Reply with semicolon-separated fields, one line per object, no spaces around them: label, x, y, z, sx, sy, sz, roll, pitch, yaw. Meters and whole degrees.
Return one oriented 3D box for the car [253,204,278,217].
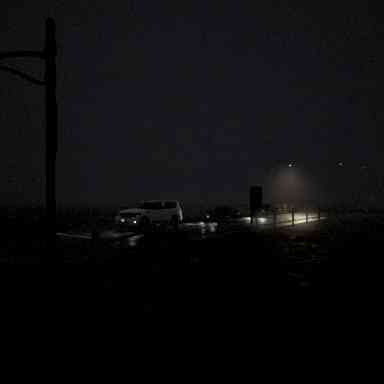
car;9.008;2.258;41.047;1.882;1.535;5.008;0;-1;36

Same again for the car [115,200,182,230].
car;-3.012;1.607;24.514;2.150;2.045;5.566;0;-1;36

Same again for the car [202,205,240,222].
car;2.912;2.070;32.669;2.128;1.511;4.902;0;-1;36
